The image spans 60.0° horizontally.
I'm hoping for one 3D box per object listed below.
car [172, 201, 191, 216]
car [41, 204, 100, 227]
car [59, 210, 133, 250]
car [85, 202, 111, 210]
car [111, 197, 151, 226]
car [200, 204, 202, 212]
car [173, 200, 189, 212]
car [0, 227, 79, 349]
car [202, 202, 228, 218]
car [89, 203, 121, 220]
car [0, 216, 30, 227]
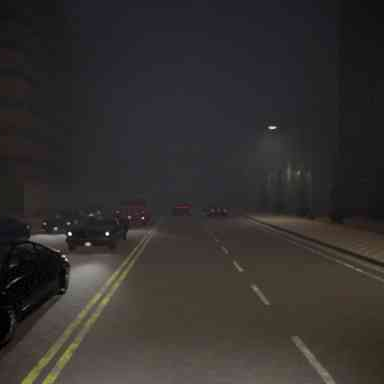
[{"bbox_3d":[-1.143,1.763,36.118,2.128,1.511,4.902,0,-1,-2],"label":"car"},{"bbox_3d":[-7.802,1.714,21.464,2.033,1.411,5.357,0,0,-2],"label":"car"},{"bbox_3d":[-4.079,1.717,15.019,1.895,1.301,4.718,0,0,-2],"label":"car"},{"bbox_3d":[-7.888,1.624,26.737,2.097,1.767,4.553,0,0,-2],"label":"car"},{"bbox_3d":[-4.436,1.418,25.754,2.150,2.045,5.566,0,0,-2],"label":"car"},{"bbox_3d":[2.051,1.925,43.134,1.895,1.301,4.718,0,0,-2],"label":"car"},{"bbox_3d":[-1.519,1.894,45.811,2.033,1.411,5.357,0,0,-2],"label":"car"},{"bbox_3d":[-3.772,1.613,6.104,1.994,1.385,4.181,0,0,-2],"label":"car"},{"bbox_3d":[2.432,1.799,33.494,2.033,1.411,5.357,0,0,-2],"label":"car"},{"bbox_3d":[-8.108,1.805,31.392,1.994,1.385,4.181,0,0,-2],"label":"car"},{"bbox_3d":[-7.462,1.570,11.569,1.882,1.535,5.008,0,0,-2],"label":"car"}]
